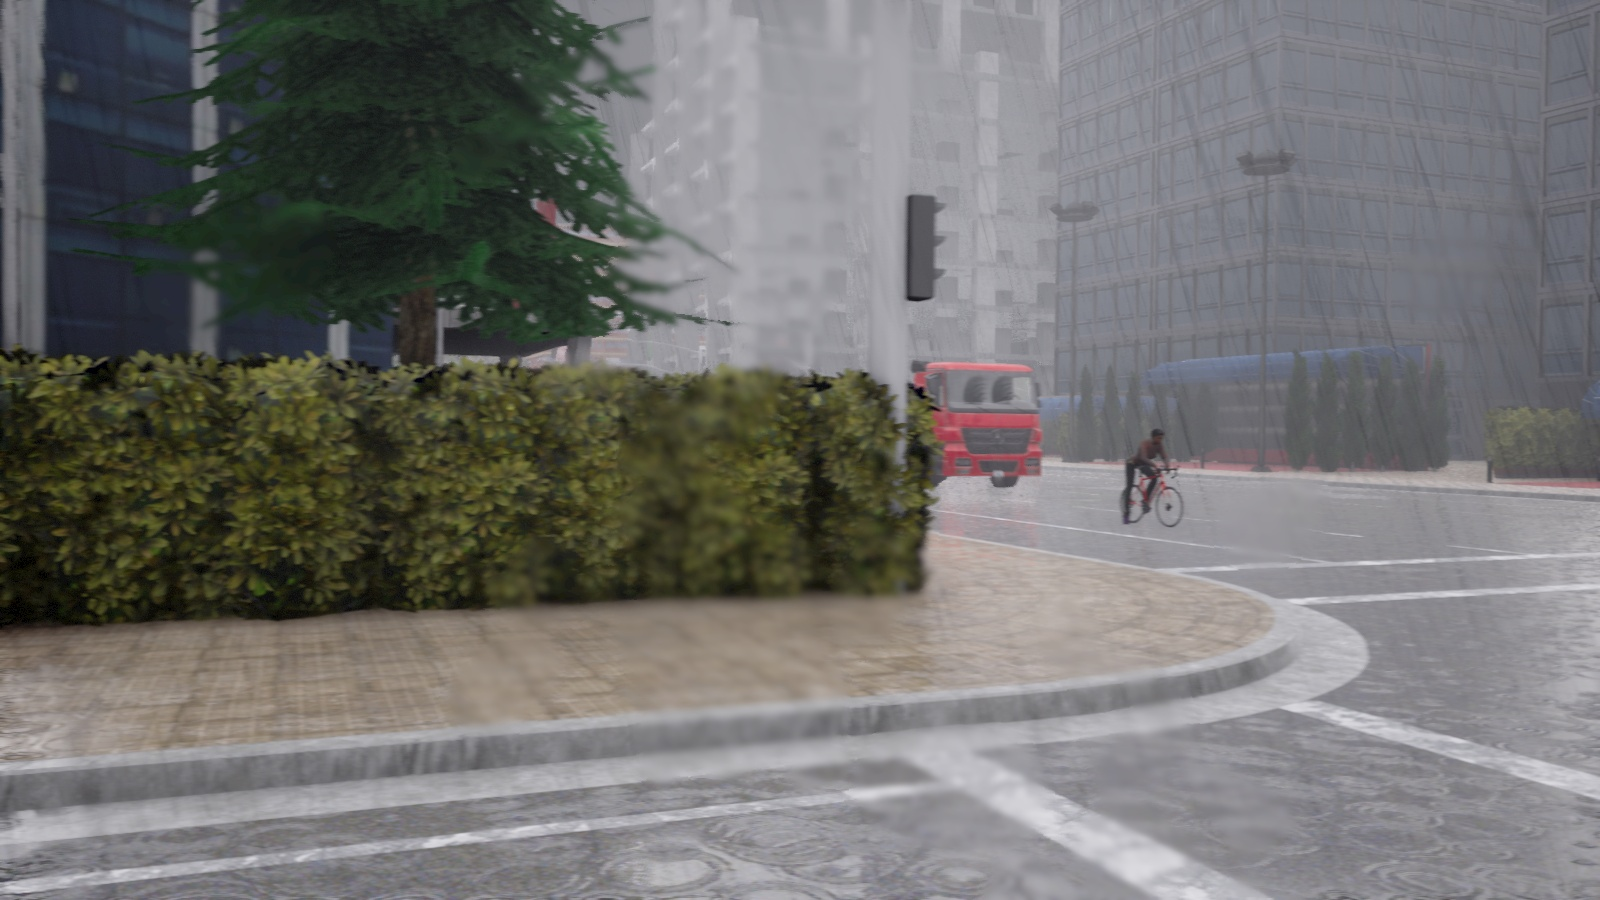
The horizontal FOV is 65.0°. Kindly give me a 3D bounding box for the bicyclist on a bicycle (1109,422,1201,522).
[{"bbox_3d":[5.945,0.340,21.100,0.582,1.620,1.656,-1,1,-23],"label":"bicyclist on a bicycle"}]

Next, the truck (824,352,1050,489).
[{"bbox_3d":[3.628,-0.812,35.814,2.891,3.462,7.936,-1,1,-23],"label":"truck"}]
